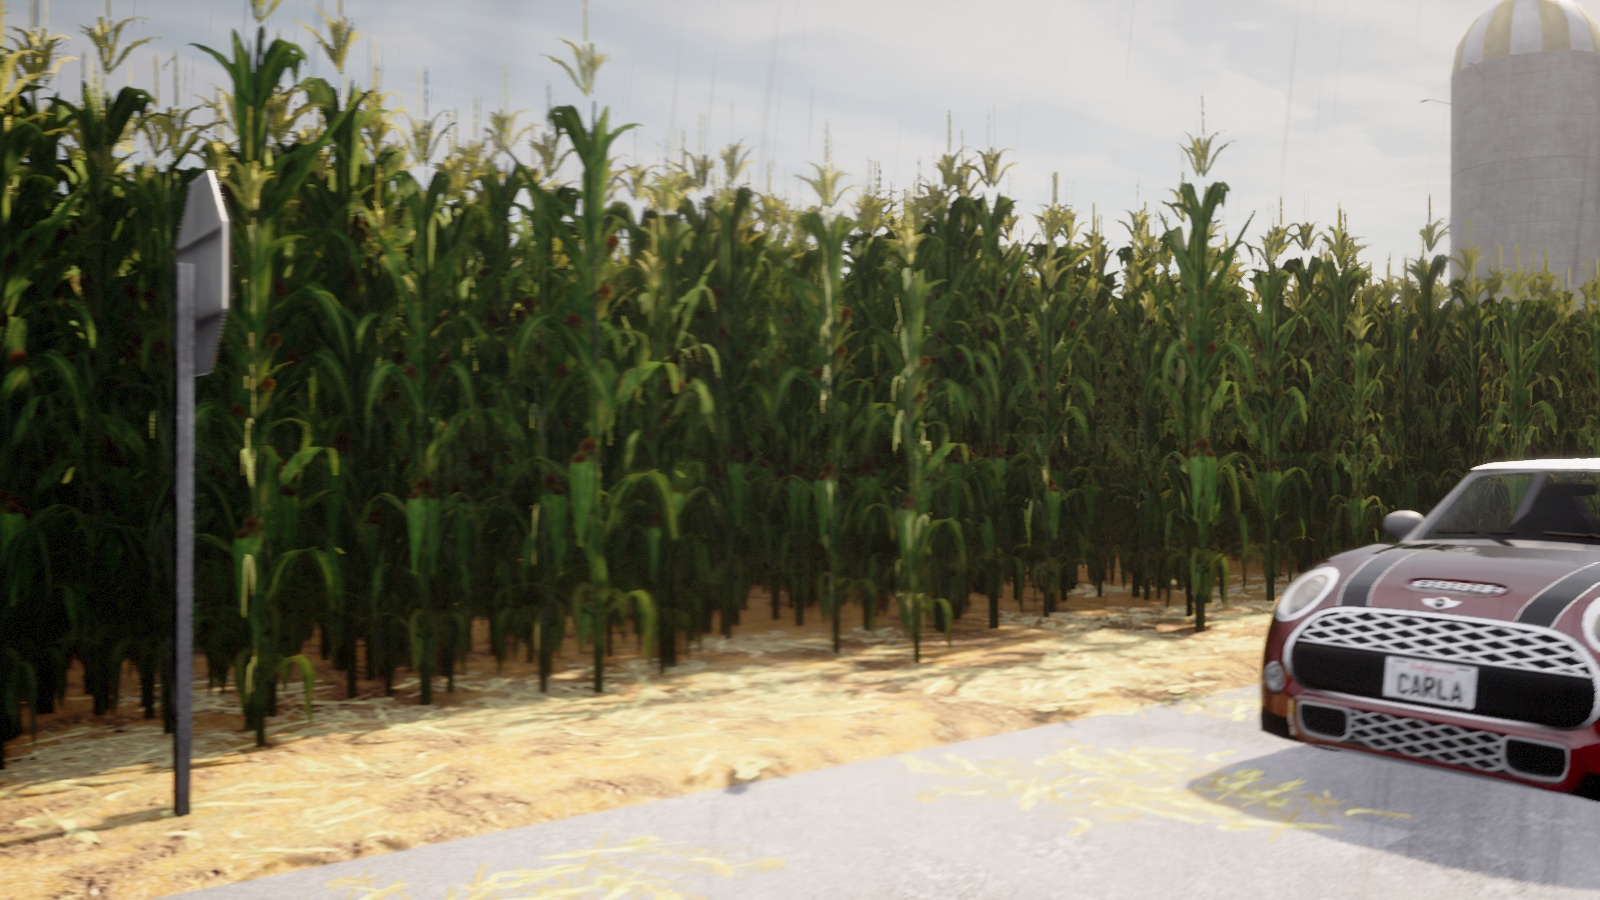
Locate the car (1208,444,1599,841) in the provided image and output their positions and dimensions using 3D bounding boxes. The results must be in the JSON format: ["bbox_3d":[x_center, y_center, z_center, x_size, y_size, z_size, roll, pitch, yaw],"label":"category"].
[{"bbox_3d":[4.063,0.719,6.382,3.806,1.475,1.970,0,0,-38],"label":"car"}]
